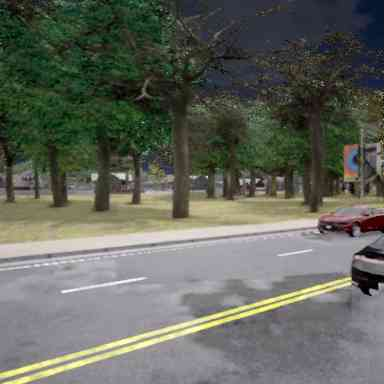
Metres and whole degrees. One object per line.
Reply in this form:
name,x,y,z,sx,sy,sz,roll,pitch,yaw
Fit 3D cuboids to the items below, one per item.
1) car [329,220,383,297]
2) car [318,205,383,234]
car,5.445,1.491,7.320,4.902,1.511,2.128,0,0,-35
car,8.804,1.475,17.896,5.008,1.535,1.882,0,0,-35
